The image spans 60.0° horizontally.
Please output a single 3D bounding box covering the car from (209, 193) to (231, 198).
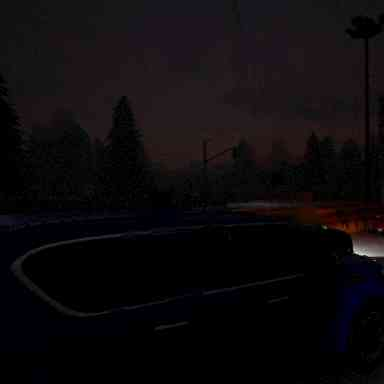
[{"bbox_3d":[3.144,1.046,49.128,1.895,1.301,4.718,-1,1,-36],"label":"car"}]

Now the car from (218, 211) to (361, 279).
[{"bbox_3d":[3.061,1.423,10.207,4.181,1.385,1.994,-1,1,-34],"label":"car"}]

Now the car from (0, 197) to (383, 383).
[{"bbox_3d":[0.102,1.188,3.808,5.566,2.045,2.150,-1,0,-35],"label":"car"}]

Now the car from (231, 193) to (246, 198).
[{"bbox_3d":[6.389,0.873,50.607,2.128,1.511,4.902,-1,1,-35],"label":"car"}]
